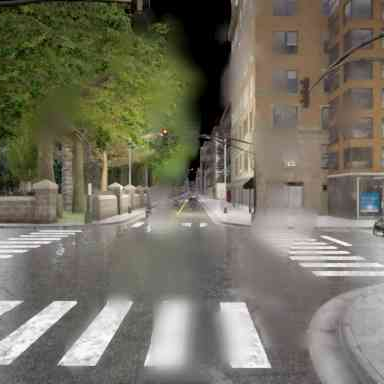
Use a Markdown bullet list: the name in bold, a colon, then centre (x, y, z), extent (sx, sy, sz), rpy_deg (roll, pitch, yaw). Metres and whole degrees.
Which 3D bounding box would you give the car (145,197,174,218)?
- **car**: centre (-3.007, 1.472, 29.740), extent (2.128, 1.511, 4.902), rpy_deg (0, 0, 0)

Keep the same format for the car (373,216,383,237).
- **car**: centre (11.009, 1.366, 15.502), extent (4.553, 1.767, 2.097), rpy_deg (0, 0, 1)

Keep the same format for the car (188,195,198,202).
- **car**: centre (0.227, 1.424, 70.695), extent (1.812, 1.442, 4.674), rpy_deg (0, 0, 0)

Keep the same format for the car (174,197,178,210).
- **car**: centre (-2.994, 1.562, 39.823), extent (1.895, 1.301, 4.718), rpy_deg (0, 0, 0)
